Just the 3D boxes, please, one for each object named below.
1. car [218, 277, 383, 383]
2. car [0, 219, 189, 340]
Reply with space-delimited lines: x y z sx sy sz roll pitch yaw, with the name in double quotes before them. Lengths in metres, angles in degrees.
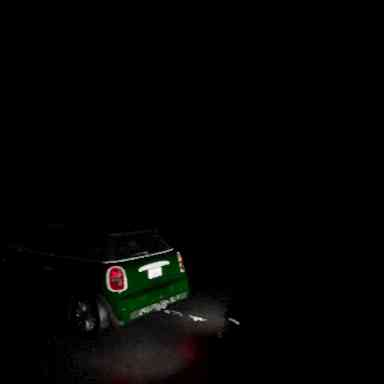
"car" 2.499 1.549 3.361 4.674 1.442 1.812 0 0 36
"car" -2.346 1.379 6.852 4.553 1.767 2.097 0 0 36
